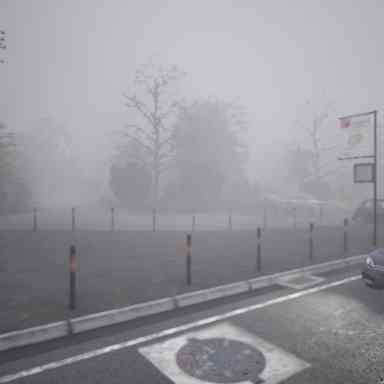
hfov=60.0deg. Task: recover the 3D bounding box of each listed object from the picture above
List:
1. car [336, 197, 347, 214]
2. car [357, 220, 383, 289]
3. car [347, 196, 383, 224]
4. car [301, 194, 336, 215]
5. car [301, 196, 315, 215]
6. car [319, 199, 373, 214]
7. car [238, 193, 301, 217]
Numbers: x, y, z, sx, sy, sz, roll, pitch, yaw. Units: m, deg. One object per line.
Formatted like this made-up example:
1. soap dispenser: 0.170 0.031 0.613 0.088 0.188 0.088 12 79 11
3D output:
1. car: 15.726 1.580 37.393 1.946 1.575 5.366 2 -1 -35
2. car: 5.877 1.455 7.777 4.674 1.442 1.812 -1 0 -35
3. car: 12.046 1.223 19.555 2.185 1.767 4.553 1 -1 -35
4. car: 11.183 1.203 33.927 2.435 2.045 5.566 1 -1 -35
5. car: 8.891 1.407 32.323 2.231 1.521 4.892 1 -1 -35
6. car: 17.900 1.649 38.926 1.946 1.575 5.366 2 -1 -35
7. car: 6.733 1.113 30.759 2.435 2.045 5.566 1 -1 -35
